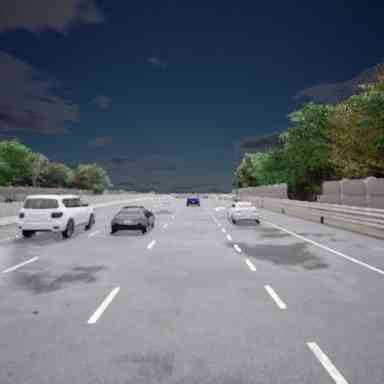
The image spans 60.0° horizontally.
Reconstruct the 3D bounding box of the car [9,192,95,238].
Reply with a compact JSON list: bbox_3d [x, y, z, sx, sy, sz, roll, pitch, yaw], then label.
[{"bbox_3d":[-6.843,1.172,17.381,2.150,2.045,5.566,0,1,0],"label":"car"}]

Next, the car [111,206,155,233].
[{"bbox_3d":[-3.336,1.505,19.325,1.994,1.385,4.181,0,0,0],"label":"car"}]

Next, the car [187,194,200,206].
[{"bbox_3d":[0.171,1.234,49.995,1.882,1.535,5.008,0,0,0],"label":"car"}]

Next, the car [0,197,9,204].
[{"bbox_3d":[-17.496,1.230,30.220,2.097,1.767,4.553,0,0,0],"label":"car"}]

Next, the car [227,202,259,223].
[{"bbox_3d":[3.677,1.442,24.242,1.812,1.442,4.674,0,1,0],"label":"car"}]

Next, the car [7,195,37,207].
[{"bbox_3d":[-24.421,1.266,48.100,1.837,1.490,4.892,0,0,0],"label":"car"}]

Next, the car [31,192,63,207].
[{"bbox_3d":[-20.926,0.982,48.219,2.150,2.045,5.566,0,0,0],"label":"car"}]
